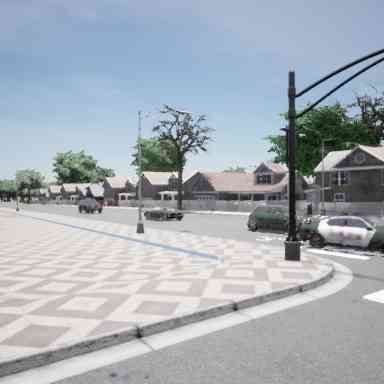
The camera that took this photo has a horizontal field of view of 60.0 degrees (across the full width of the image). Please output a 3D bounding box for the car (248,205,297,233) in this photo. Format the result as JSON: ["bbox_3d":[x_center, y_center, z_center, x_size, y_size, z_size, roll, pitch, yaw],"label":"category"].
[{"bbox_3d":[5.654,1.594,20.660,2.097,1.767,4.553,0,-1,-37],"label":"car"}]

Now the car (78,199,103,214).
[{"bbox_3d":[-15.278,2.144,49.726,2.150,2.045,5.566,0,-1,-36],"label":"car"}]

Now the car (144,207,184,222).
[{"bbox_3d":[-2.738,2.117,32.212,1.895,1.301,4.718,0,-1,-36],"label":"car"}]

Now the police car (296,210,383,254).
[{"bbox_3d":[6.915,1.643,13.475,2.038,1.542,4.974,0,-1,-36],"label":"police car"}]
